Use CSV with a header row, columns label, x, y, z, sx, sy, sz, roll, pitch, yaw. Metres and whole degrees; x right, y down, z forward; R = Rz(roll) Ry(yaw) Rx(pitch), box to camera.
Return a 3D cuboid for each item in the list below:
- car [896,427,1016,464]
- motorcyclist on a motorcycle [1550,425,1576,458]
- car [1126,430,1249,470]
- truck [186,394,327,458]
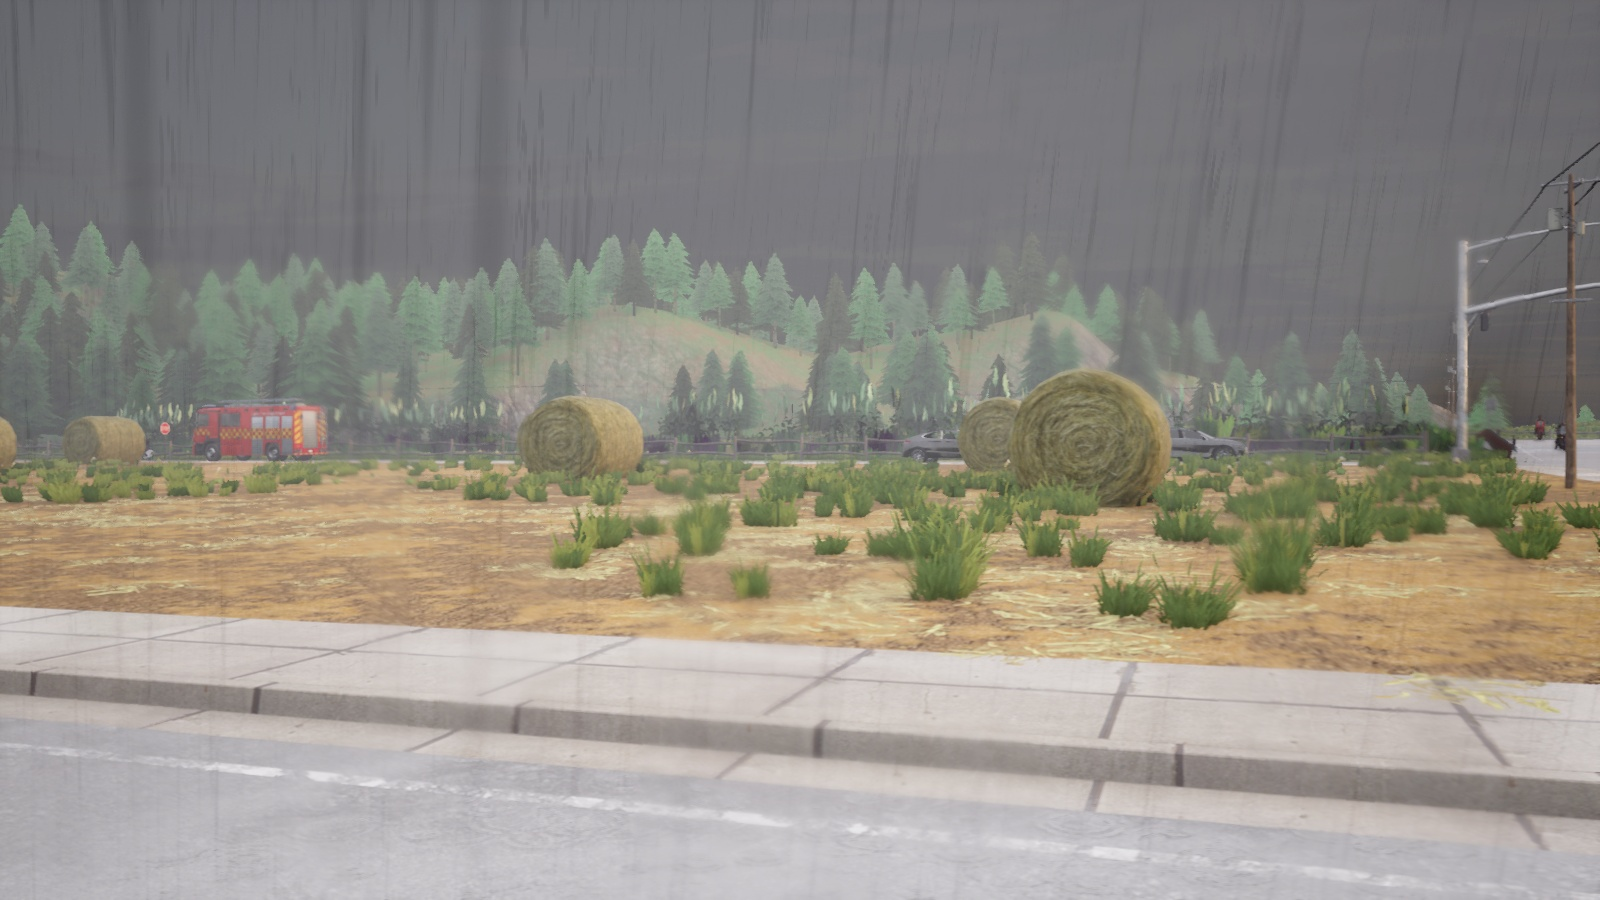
label,x,y,z,sx,sy,sz,roll,pitch,yaw
car,7.131,-0.238,57.387,5.027,1.651,2.152,0,1,22
motorcyclist on a motorcycle,38.647,-0.430,63.638,0.866,1.530,2.191,0,4,25
car,16.513,-0.037,53.516,4.856,1.649,2.033,0,1,22
truck,-33.781,-1.455,78.035,8.468,3.827,2.891,0,1,22
